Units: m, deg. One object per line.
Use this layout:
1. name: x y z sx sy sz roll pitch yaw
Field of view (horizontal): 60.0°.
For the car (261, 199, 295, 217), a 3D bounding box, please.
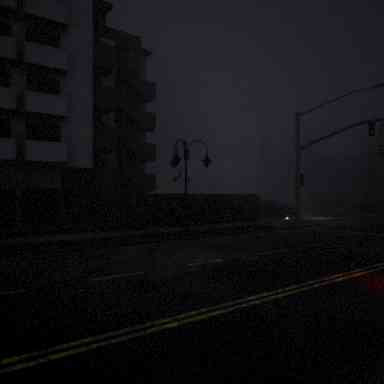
1. car: 7.818 1.475 32.198 1.882 1.535 5.008 0 0 -38
